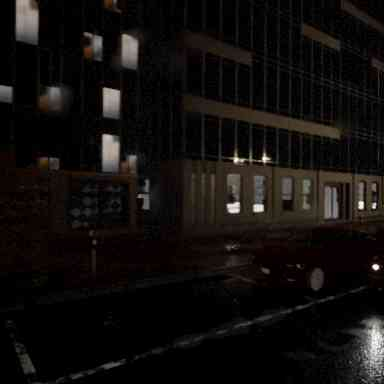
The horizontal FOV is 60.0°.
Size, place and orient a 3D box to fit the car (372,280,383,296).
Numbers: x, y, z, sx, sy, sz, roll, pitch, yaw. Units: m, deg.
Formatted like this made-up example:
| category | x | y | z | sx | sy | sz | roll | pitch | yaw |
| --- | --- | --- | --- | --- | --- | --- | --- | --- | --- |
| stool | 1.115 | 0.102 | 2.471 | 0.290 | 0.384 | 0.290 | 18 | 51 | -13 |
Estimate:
| category | x | y | z | sx | sy | sz | roll | pitch | yaw |
| --- | --- | --- | --- | --- | --- | --- | --- | --- | --- |
| car | 6.057 | 1.694 | 7.705 | 4.718 | 1.301 | 1.895 | 1 | 0 | -36 |

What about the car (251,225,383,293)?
| category | x | y | z | sx | sy | sz | roll | pitch | yaw |
| --- | --- | --- | --- | --- | --- | --- | --- | --- | --- |
| car | 3.562 | 1.626 | 9.102 | 4.507 | 1.381 | 1.887 | 1 | 0 | -36 |
